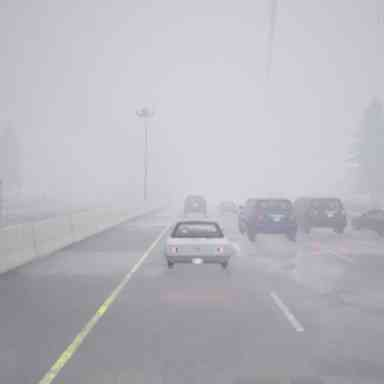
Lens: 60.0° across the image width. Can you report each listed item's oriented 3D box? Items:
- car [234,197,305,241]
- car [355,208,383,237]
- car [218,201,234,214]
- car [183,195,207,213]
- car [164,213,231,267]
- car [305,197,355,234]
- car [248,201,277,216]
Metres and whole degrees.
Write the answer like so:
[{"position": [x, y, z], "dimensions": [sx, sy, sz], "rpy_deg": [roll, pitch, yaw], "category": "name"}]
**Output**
[{"position": [3.718, 1.281, 17.155], "dimensions": [2.150, 2.045, 5.566], "rpy_deg": [0, 0, 0], "category": "car"}, {"position": [10.709, 1.607, 18.518], "dimensions": [1.812, 1.442, 4.674], "rpy_deg": [0, 0, 0], "category": "car"}, {"position": [3.846, 1.668, 36.313], "dimensions": [2.033, 1.411, 5.357], "rpy_deg": [0, 0, 0], "category": "car"}, {"position": [0.321, 1.320, 32.510], "dimensions": [2.150, 2.045, 5.566], "rpy_deg": [0, 0, 0], "category": "car"}, {"position": [0.172, 1.630, 11.436], "dimensions": [1.895, 1.301, 4.718], "rpy_deg": [0, 0, 0], "category": "car"}, {"position": [7.233, 1.300, 20.006], "dimensions": [2.150, 2.045, 5.566], "rpy_deg": [0, 0, 0], "category": "car"}, {"position": [7.338, 1.674, 35.138], "dimensions": [2.033, 1.411, 5.357], "rpy_deg": [0, 0, 0], "category": "car"}]
